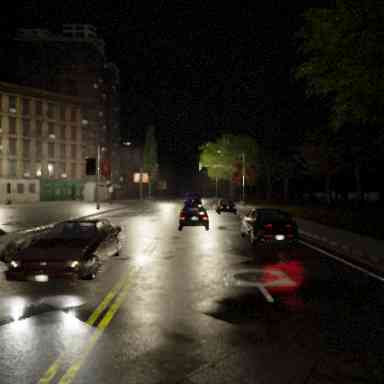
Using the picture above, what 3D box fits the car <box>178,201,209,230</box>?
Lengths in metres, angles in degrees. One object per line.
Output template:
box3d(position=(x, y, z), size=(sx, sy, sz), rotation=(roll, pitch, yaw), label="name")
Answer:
box3d(position=(0.104, 1.506, 20.875), size=(2.033, 1.411, 5.357), rotation=(0, 0, 0), label="car")

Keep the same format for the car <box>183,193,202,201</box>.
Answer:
box3d(position=(0.105, 1.133, 41.664), size=(2.150, 2.045, 5.566), rotation=(0, 0, 0), label="car")

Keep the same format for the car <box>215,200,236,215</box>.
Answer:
box3d(position=(3.355, 1.478, 33.542), size=(2.033, 1.411, 5.357), rotation=(0, 0, 0), label="car")

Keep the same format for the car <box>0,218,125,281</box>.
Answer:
box3d(position=(-3.349, 1.529, 10.072), size=(2.033, 1.411, 5.357), rotation=(0, 0, 0), label="car")

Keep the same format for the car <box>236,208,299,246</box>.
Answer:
box3d(position=(3.352, 1.476, 15.103), size=(1.837, 1.490, 4.892), rotation=(0, 0, 0), label="car")
